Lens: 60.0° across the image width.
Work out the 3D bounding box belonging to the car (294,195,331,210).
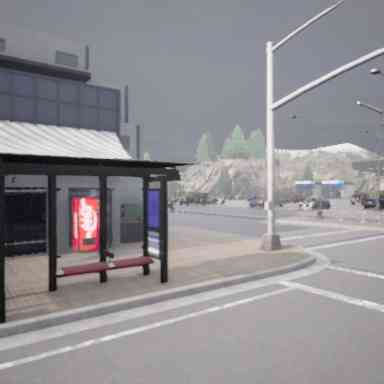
[{"bbox_3d":[13.638,1.251,36.996,3.806,1.475,1.970,0,0,-36],"label":"car"}]

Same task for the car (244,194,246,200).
[{"bbox_3d":[13.131,1.244,68.286,3.633,1.501,1.845,0,0,-36],"label":"car"}]

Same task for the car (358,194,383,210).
[{"bbox_3d":[21.501,1.280,38.125,4.514,1.523,2.007,0,0,-36],"label":"car"}]

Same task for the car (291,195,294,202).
[{"bbox_3d":[18.917,1.223,60.138,4.514,1.523,2.007,0,0,-36],"label":"car"}]

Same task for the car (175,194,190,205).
[{"bbox_3d":[0.156,1.121,54.545,4.605,1.855,1.932,0,0,-36],"label":"car"}]

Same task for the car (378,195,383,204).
[{"bbox_3d":[32.465,1.245,54.569,3.806,1.475,1.970,0,0,-36],"label":"car"}]

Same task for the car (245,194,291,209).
[{"bbox_3d":[9.637,1.175,42.024,5.027,1.636,2.152,0,0,-36],"label":"car"}]

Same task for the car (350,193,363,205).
[{"bbox_3d":[25.594,1.026,49.598,4.605,1.855,1.932,0,0,-36],"label":"car"}]

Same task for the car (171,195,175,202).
[{"bbox_3d":[-2.789,1.368,71.631,3.806,1.475,1.970,0,0,-36],"label":"car"}]

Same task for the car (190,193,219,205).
[{"bbox_3d":[2.183,1.098,52.423,3.866,1.878,1.905,0,0,-36],"label":"car"}]

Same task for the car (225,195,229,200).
[{"bbox_3d":[10.599,1.224,84.904,4.514,1.523,2.007,0,0,-36],"label":"car"}]

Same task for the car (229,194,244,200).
[{"bbox_3d":[12.468,1.215,82.384,5.027,1.636,2.152,0,0,-36],"label":"car"}]
